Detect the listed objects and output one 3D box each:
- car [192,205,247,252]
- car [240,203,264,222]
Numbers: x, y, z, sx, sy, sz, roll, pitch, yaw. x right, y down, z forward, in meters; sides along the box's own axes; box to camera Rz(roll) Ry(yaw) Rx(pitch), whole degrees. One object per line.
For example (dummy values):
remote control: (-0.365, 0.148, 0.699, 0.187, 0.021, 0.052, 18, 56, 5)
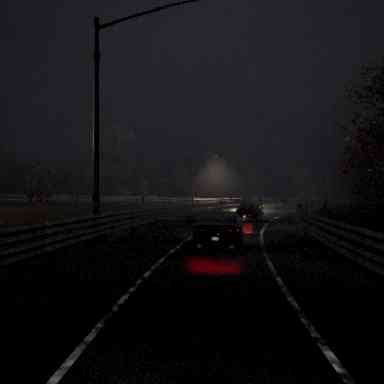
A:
car: (1.242, 1.526, 14.248, 1.882, 1.535, 5.008, 0, 0, 10)
car: (4.943, 1.689, 28.459, 1.837, 1.490, 4.892, 0, -1, 19)
